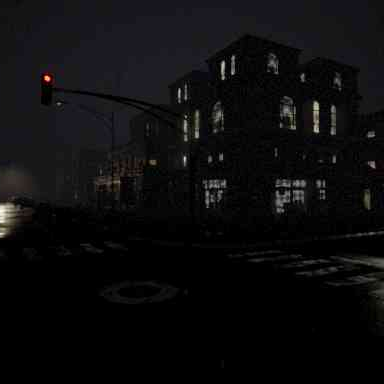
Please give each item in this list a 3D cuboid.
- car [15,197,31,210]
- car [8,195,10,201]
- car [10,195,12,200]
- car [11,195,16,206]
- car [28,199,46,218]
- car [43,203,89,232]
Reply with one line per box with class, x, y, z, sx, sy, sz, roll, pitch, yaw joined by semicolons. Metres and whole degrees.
car;-21.627;1.562;43.737;2.008;1.369;4.403;0;0;-31
car;-35.780;1.606;67.443;1.802;1.307;4.206;0;0;-31
car;-30.119;1.569;57.961;2.008;1.369;4.403;0;0;-31
car;-27.287;1.456;53.220;1.967;1.590;4.097;0;0;-31
car;-13.134;1.588;29.513;1.802;1.307;4.206;0;0;-31
car;-7.474;1.569;20.032;1.947;1.339;4.313;0;0;-31
